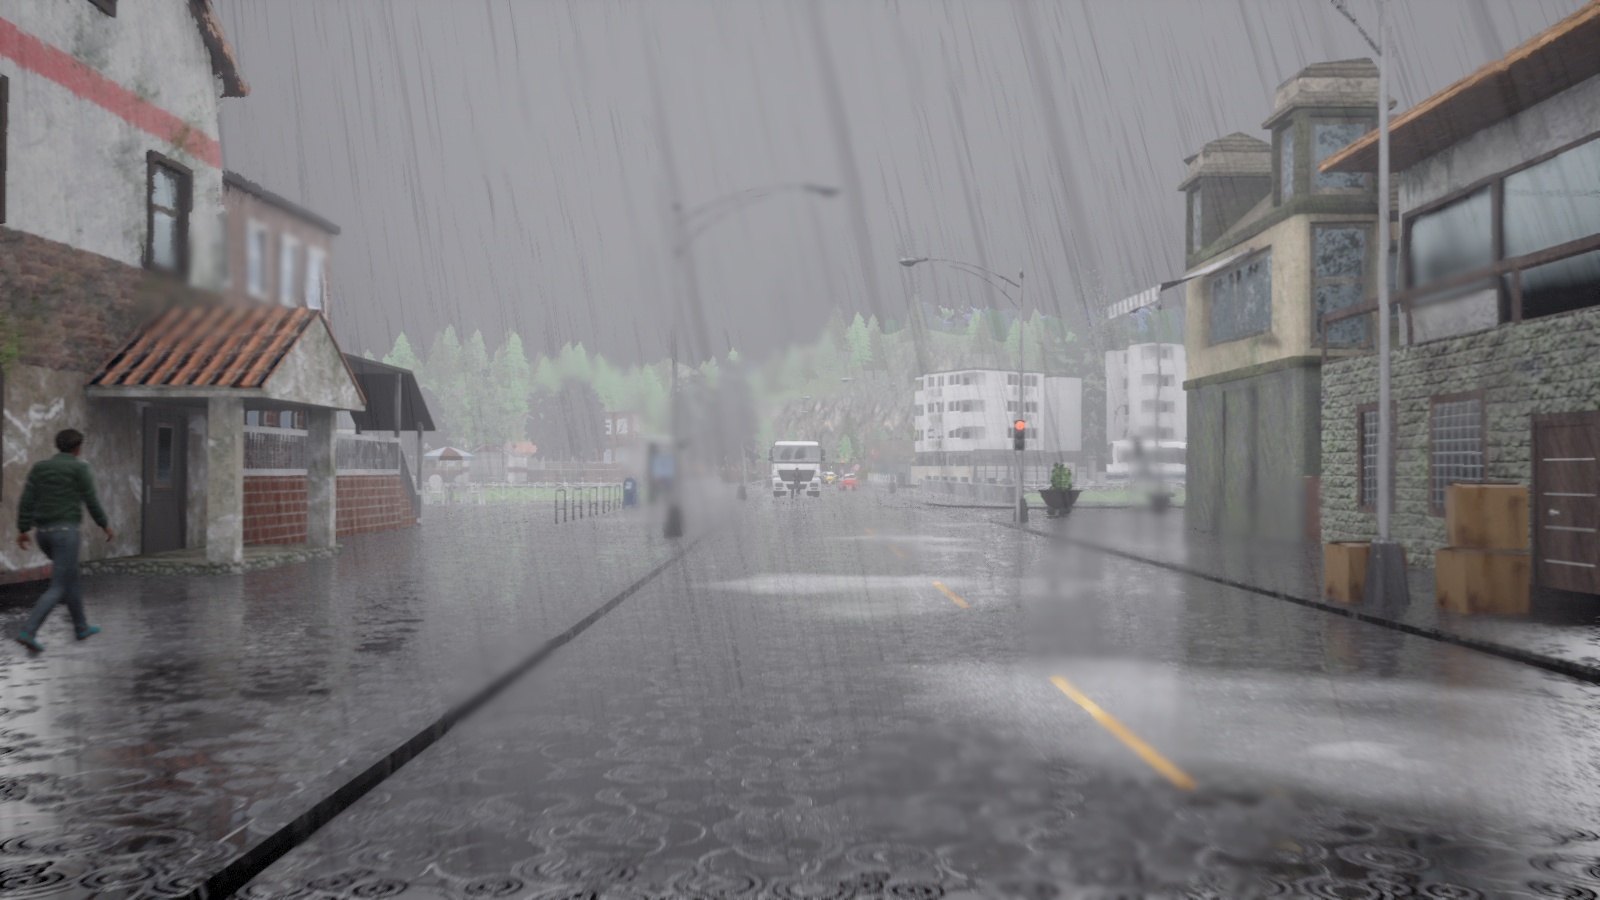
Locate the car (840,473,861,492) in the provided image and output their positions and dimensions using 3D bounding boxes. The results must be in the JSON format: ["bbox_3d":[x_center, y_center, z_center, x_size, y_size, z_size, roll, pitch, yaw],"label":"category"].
[{"bbox_3d":[3.766,2.437,94.512,1.481,1.376,2.207,0,-1,0],"label":"car"}]

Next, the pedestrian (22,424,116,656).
[{"bbox_3d":[-5.993,0.721,10.318,0.353,1.847,0.614,0,-1,8],"label":"pedestrian"}]

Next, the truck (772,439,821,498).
[{"bbox_3d":[-0.197,1.142,78.338,2.891,3.462,7.936,0,-1,0],"label":"truck"}]
